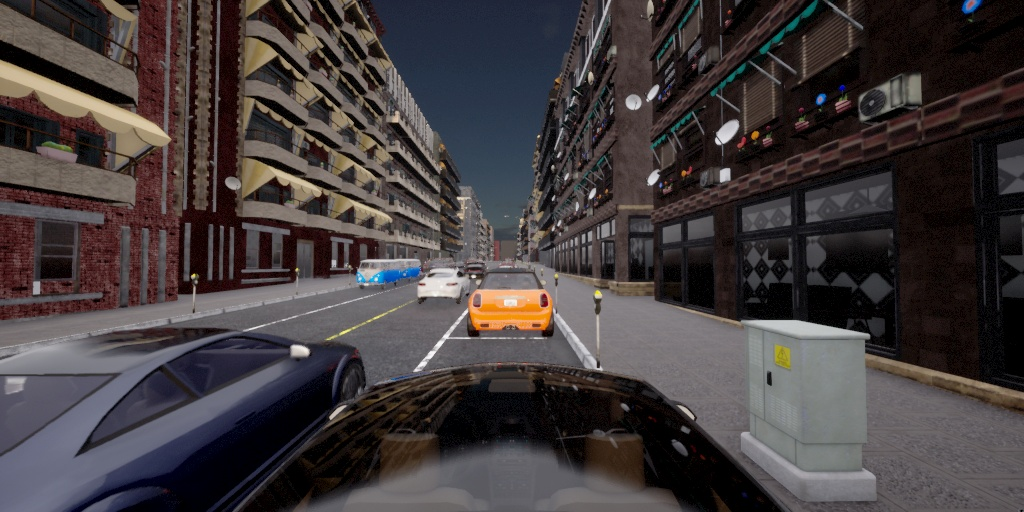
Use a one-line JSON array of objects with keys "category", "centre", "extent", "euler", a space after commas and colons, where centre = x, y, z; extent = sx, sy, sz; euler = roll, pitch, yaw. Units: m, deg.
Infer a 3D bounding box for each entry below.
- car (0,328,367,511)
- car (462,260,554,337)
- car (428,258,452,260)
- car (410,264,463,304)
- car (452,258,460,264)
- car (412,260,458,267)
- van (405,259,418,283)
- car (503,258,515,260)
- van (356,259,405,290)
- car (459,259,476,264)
[{"category": "car", "centre": [-2.926, 1.315, 3.115], "extent": [1.994, 1.385, 4.181], "euler": [0, 0, 0]}, {"category": "car", "centre": [-0.033, 1.108, 10.473], "extent": [2.097, 1.767, 4.553], "euler": [0, 0, 0]}, {"category": "car", "centre": [-8.336, 1.115, 39.194], "extent": [2.192, 1.841, 5.009], "euler": [0, 0, 0]}, {"category": "car", "centre": [-3.020, 1.286, 16.440], "extent": [1.812, 1.442, 4.674], "euler": [0, 0, 0]}, {"category": "car", "centre": [-8.336, 1.128, 44.724], "extent": [2.192, 1.841, 5.009], "euler": [0, 0, 0]}, {"category": "car", "centre": [-5.868, 1.268, 28.070], "extent": [2.128, 1.511, 4.902], "euler": [0, 0, 0]}, {"category": "van", "centre": [-8.336, 1.118, 28.134], "extent": [1.690, 1.789, 3.998], "euler": [0, 0, 0]}, {"category": "car", "centre": [-0.446, 1.240, 39.134], "extent": [1.967, 1.591, 4.097], "euler": [0, 0, 0]}, {"category": "van", "centre": [-8.335, 1.108, 22.603], "extent": [1.690, 1.789, 3.998], "euler": [0, 0, 0]}, {"category": "car", "centre": [-2.936, 1.287, 29.907], "extent": [1.837, 1.490, 4.892], "euler": [0, 0, 0]}]
